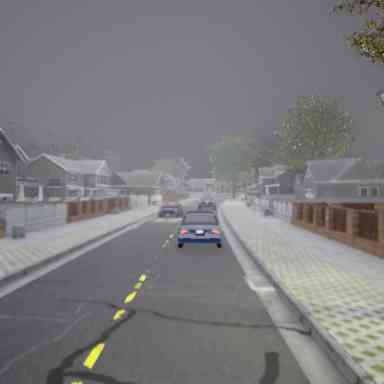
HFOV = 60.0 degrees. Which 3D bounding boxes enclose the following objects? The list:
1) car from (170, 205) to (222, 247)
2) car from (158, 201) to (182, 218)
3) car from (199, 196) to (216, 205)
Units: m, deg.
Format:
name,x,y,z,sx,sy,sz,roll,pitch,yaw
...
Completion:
name,x,y,z,sx,sy,sz,roll,pitch,yaw
car,0.372,1.540,15.025,2.033,1.411,5.357,0,0,2
car,-1.818,1.519,30.243,2.033,1.411,5.357,0,0,4
car,1.968,1.289,41.734,2.097,1.767,4.553,0,0,5
